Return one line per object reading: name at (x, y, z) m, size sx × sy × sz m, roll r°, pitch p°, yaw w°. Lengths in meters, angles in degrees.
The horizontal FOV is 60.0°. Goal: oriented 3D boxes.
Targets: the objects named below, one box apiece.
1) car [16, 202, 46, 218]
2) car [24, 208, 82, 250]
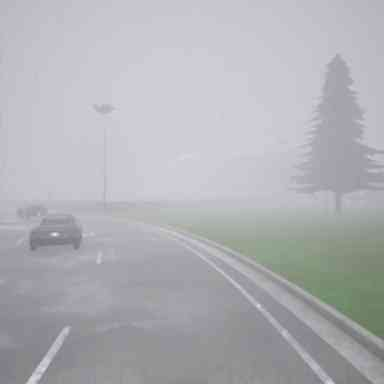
car at (-14.862, 1.712, 30.773) m, size 1.837 × 1.490 × 4.892 m, roll 0°, pitch -1°, yaw -40°
car at (-6.026, 1.654, 15.013) m, size 1.994 × 1.385 × 4.181 m, roll 0°, pitch 0°, yaw -18°
